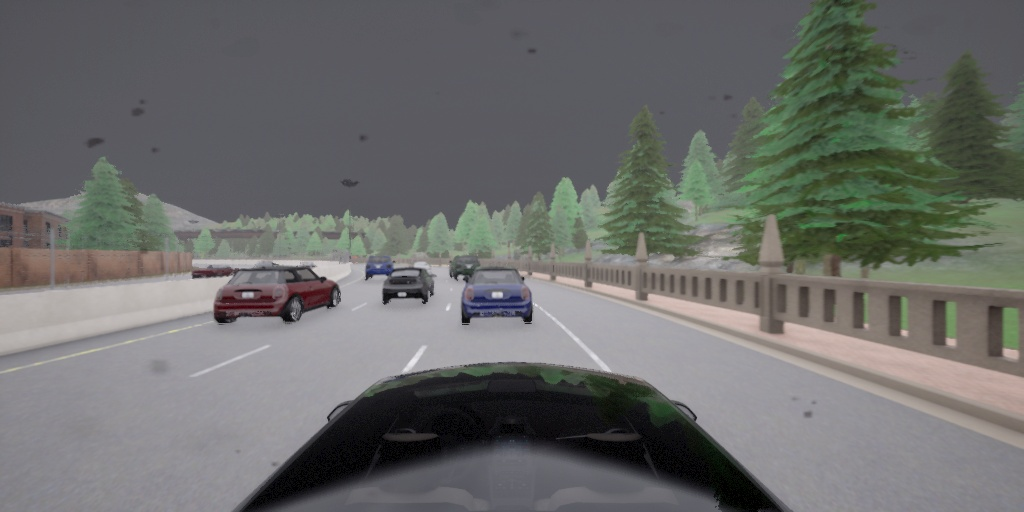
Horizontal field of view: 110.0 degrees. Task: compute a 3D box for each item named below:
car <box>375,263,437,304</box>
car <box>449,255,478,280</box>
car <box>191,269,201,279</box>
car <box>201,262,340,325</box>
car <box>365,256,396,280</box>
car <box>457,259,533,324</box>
[{"bbox_3d":[-4.635,1.260,16.481,1.837,1.490,4.892,0,0,-8],"label":"car"},{"bbox_3d":[-4.162,0.968,31.188,2.150,2.045,5.566,0,0,-16],"label":"car"},{"bbox_3d":[-26.767,1.404,32.327,1.895,1.301,4.718,0,0,-21],"label":"car"},{"bbox_3d":[-7.617,1.116,12.186,2.097,1.767,4.553,0,0,-5],"label":"car"},{"bbox_3d":[-11.442,0.986,31.222,2.150,2.045,5.566,0,0,-17],"label":"car"},{"bbox_3d":[-0.587,1.099,12.129,2.097,1.767,4.553,0,0,-5],"label":"car"}]
